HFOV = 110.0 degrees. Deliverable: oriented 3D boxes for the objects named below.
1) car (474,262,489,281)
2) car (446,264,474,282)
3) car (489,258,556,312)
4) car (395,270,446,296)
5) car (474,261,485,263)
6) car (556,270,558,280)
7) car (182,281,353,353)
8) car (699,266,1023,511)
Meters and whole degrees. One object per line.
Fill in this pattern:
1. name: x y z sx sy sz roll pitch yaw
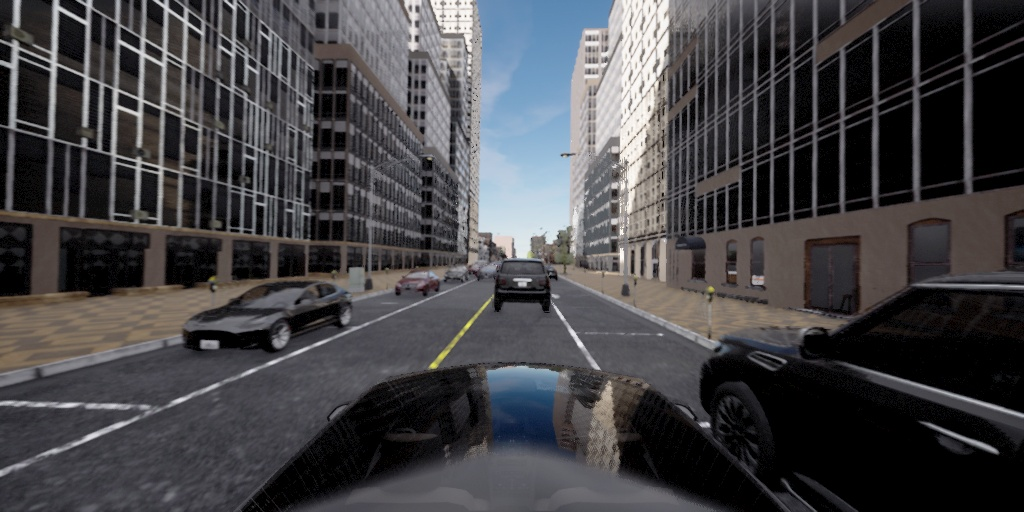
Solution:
1. car: -2.152 1.590 33.664 1.812 1.442 4.674 1 -1 2
2. car: -4.849 1.548 31.606 2.007 1.370 4.403 0 0 2
3. car: 0.449 1.130 15.353 2.150 2.045 5.566 1 -1 2
4. car: -5.207 1.450 20.227 1.802 1.307 4.207 0 0 2
5. car: -4.489 1.671 42.984 1.888 1.381 4.507 0 0 2
6. car: 3.706 1.764 37.017 1.948 1.339 4.313 0 0 2
7. car: -5.566 1.303 8.850 1.948 1.339 4.313 0 0 2
8. car: 3.017 1.026 1.465 2.150 2.045 5.566 1 -1 2
